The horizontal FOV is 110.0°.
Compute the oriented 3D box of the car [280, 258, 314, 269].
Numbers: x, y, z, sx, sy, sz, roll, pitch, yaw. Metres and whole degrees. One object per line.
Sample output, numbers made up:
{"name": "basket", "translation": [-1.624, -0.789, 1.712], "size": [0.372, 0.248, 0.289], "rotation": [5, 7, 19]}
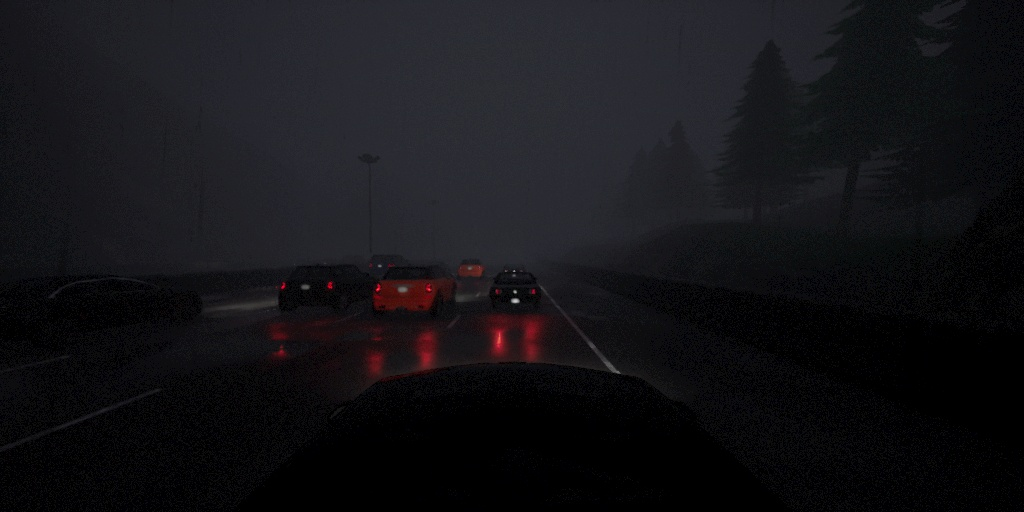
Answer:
{"name": "car", "translation": [-31.425, 1.056, 52.649], "size": [1.882, 1.535, 5.008], "rotation": [0, 0, 1]}

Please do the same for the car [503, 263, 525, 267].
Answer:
{"name": "car", "translation": [0.171, 1.259, 30.272], "size": [1.895, 1.301, 4.718], "rotation": [0, 0, 0]}

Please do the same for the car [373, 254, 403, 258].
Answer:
{"name": "car", "translation": [-10.329, 0.875, 30.719], "size": [2.150, 2.045, 5.566], "rotation": [0, 0, 0]}

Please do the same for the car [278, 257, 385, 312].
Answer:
{"name": "car", "translation": [-6.872, 1.060, 14.066], "size": [2.097, 1.767, 4.553], "rotation": [0, 0, 0]}

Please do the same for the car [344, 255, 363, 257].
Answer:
{"name": "car", "translation": [-24.420, 0.794, 54.614], "size": [2.150, 2.045, 5.566], "rotation": [0, 0, 1]}

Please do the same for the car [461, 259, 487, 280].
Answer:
{"name": "car", "translation": [-3.330, 1.008, 30.535], "size": [2.097, 1.767, 4.553], "rotation": [0, 0, 0]}

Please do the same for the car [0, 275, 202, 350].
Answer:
{"name": "car", "translation": [-10.387, 1.216, 8.933], "size": [2.128, 1.511, 4.902], "rotation": [0, 0, 0]}

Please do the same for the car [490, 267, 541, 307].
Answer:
{"name": "car", "translation": [0.132, 1.308, 15.089], "size": [1.895, 1.301, 4.718], "rotation": [0, 0, 0]}

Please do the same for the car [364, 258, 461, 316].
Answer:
{"name": "car", "translation": [-3.374, 1.064, 13.224], "size": [2.097, 1.767, 4.553], "rotation": [0, 0, 0]}

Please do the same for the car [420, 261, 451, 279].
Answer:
{"name": "car", "translation": [-6.826, 1.175, 32.406], "size": [1.812, 1.442, 4.674], "rotation": [0, 0, 0]}
